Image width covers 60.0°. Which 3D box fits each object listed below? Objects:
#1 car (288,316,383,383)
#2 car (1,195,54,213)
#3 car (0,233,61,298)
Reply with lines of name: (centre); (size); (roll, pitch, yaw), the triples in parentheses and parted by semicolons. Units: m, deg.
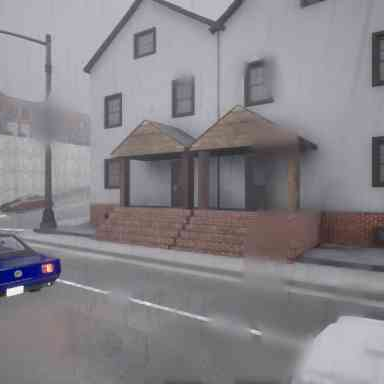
car: (2.959, 1.601, 1.872); (4.718, 1.301, 1.895); (0, 0, 36)
car: (-14.428, 0.973, 29.273); (1.994, 1.385, 4.181); (0, 7, 35)
car: (-5.160, 1.601, 7.646); (4.718, 1.301, 1.895); (0, 0, 36)
